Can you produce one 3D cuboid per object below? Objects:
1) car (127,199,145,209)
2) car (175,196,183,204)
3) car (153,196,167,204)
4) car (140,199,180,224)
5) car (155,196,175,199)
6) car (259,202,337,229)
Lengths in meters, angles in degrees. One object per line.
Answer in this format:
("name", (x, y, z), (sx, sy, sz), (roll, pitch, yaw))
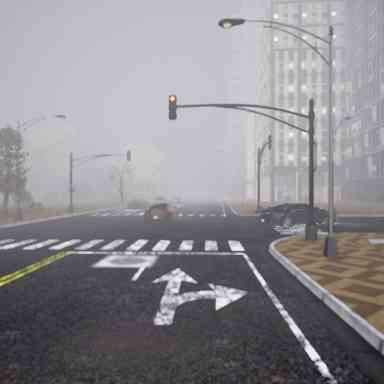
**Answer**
("car", (-7.290, 1.554, 44.931), (1.895, 1.301, 4.718), (0, 0, 5))
("car", (-2.763, 1.436, 60.340), (2.128, 1.511, 4.902), (0, 0, 5))
("car", (-5.886, 1.469, 61.898), (1.812, 1.442, 4.674), (0, 0, 5))
("car", (-2.199, 1.471, 24.081), (1.812, 1.442, 4.674), (0, 0, 4))
("car", (-4.061, 1.502, 44.572), (2.033, 1.411, 5.357), (0, 0, 5))
("car", (6.538, 1.405, 20.470), (4.892, 1.490, 1.837), (-1, -4, -18))
